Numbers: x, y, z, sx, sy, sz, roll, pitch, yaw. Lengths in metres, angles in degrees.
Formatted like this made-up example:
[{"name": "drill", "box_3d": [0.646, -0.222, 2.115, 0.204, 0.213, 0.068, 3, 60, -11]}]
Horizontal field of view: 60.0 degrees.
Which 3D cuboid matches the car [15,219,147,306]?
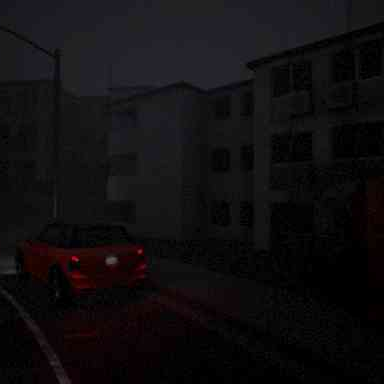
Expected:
[{"name": "car", "box_3d": [-3.134, 1.543, 8.882, 2.097, 1.767, 4.553, 1, -2, -40]}]
